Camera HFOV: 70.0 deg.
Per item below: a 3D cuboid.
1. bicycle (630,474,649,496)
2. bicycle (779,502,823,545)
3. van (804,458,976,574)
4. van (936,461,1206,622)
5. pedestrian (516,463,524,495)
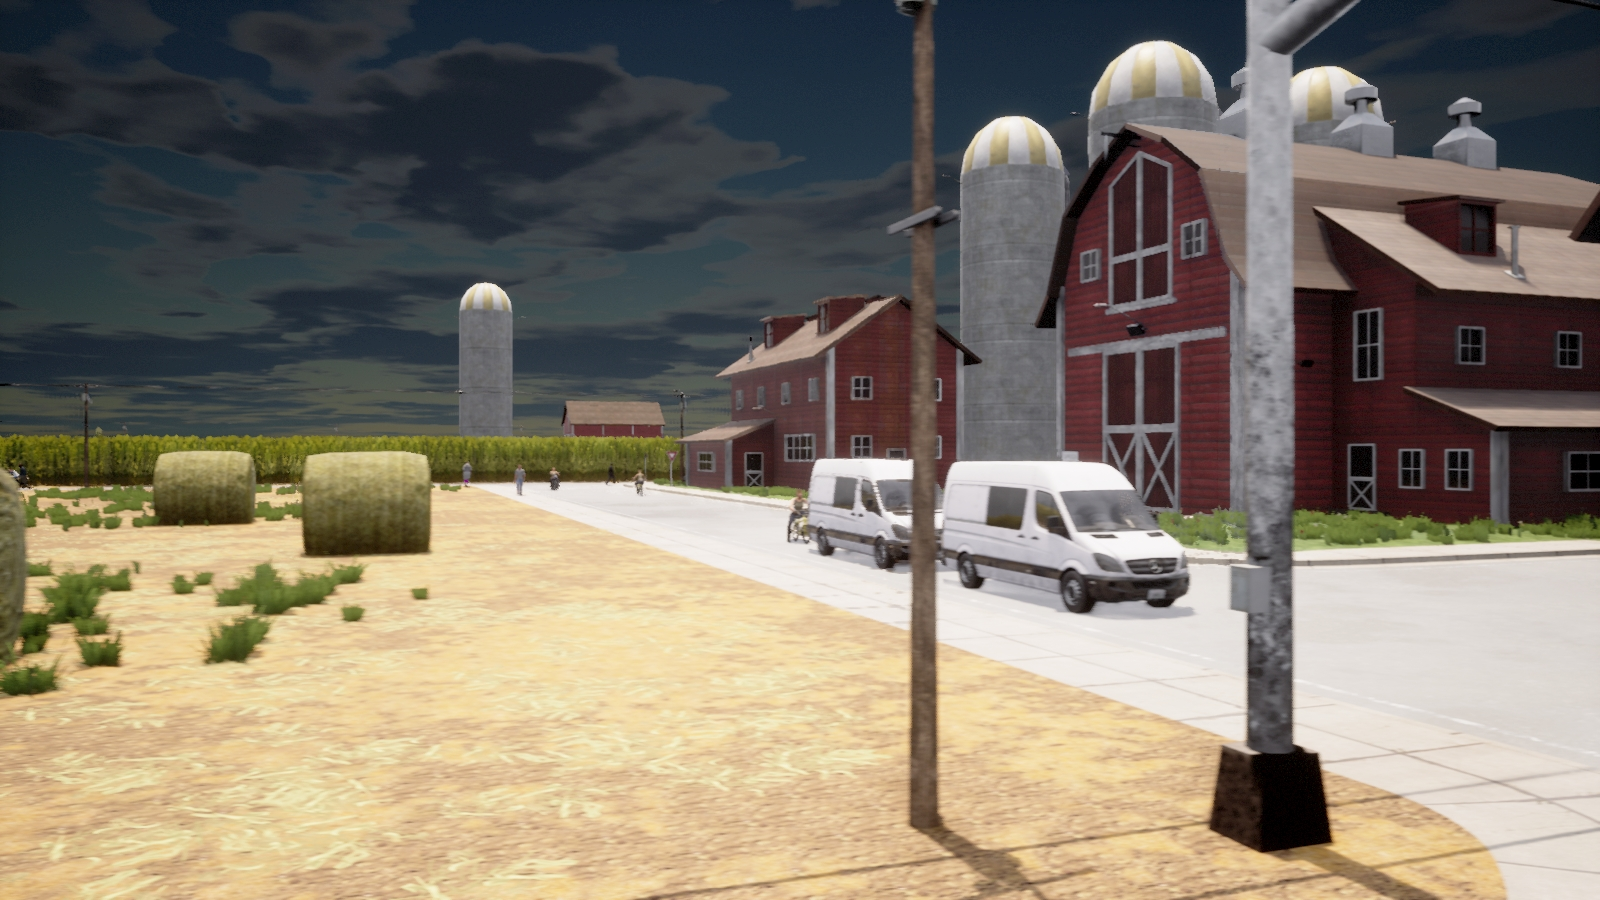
[{"bbox_3d":[-9.806,2.139,69.781,0.859,1.276,1.487,0,0,-21],"label":"bicycle"},{"bbox_3d":[0.021,2.185,34.273,0.859,1.176,1.487,0,0,-21],"label":"bicycle"},{"bbox_3d":[2.089,1.511,28.852,1.988,2.561,5.915,0,0,-21],"label":"van"},{"bbox_3d":[4.845,1.508,21.636,1.988,2.561,5.915,0,0,-21],"label":"van"},{"bbox_3d":[-16.138,1.677,65.754,0.375,1.860,0.375,0,0,-2],"label":"pedestrian"}]
